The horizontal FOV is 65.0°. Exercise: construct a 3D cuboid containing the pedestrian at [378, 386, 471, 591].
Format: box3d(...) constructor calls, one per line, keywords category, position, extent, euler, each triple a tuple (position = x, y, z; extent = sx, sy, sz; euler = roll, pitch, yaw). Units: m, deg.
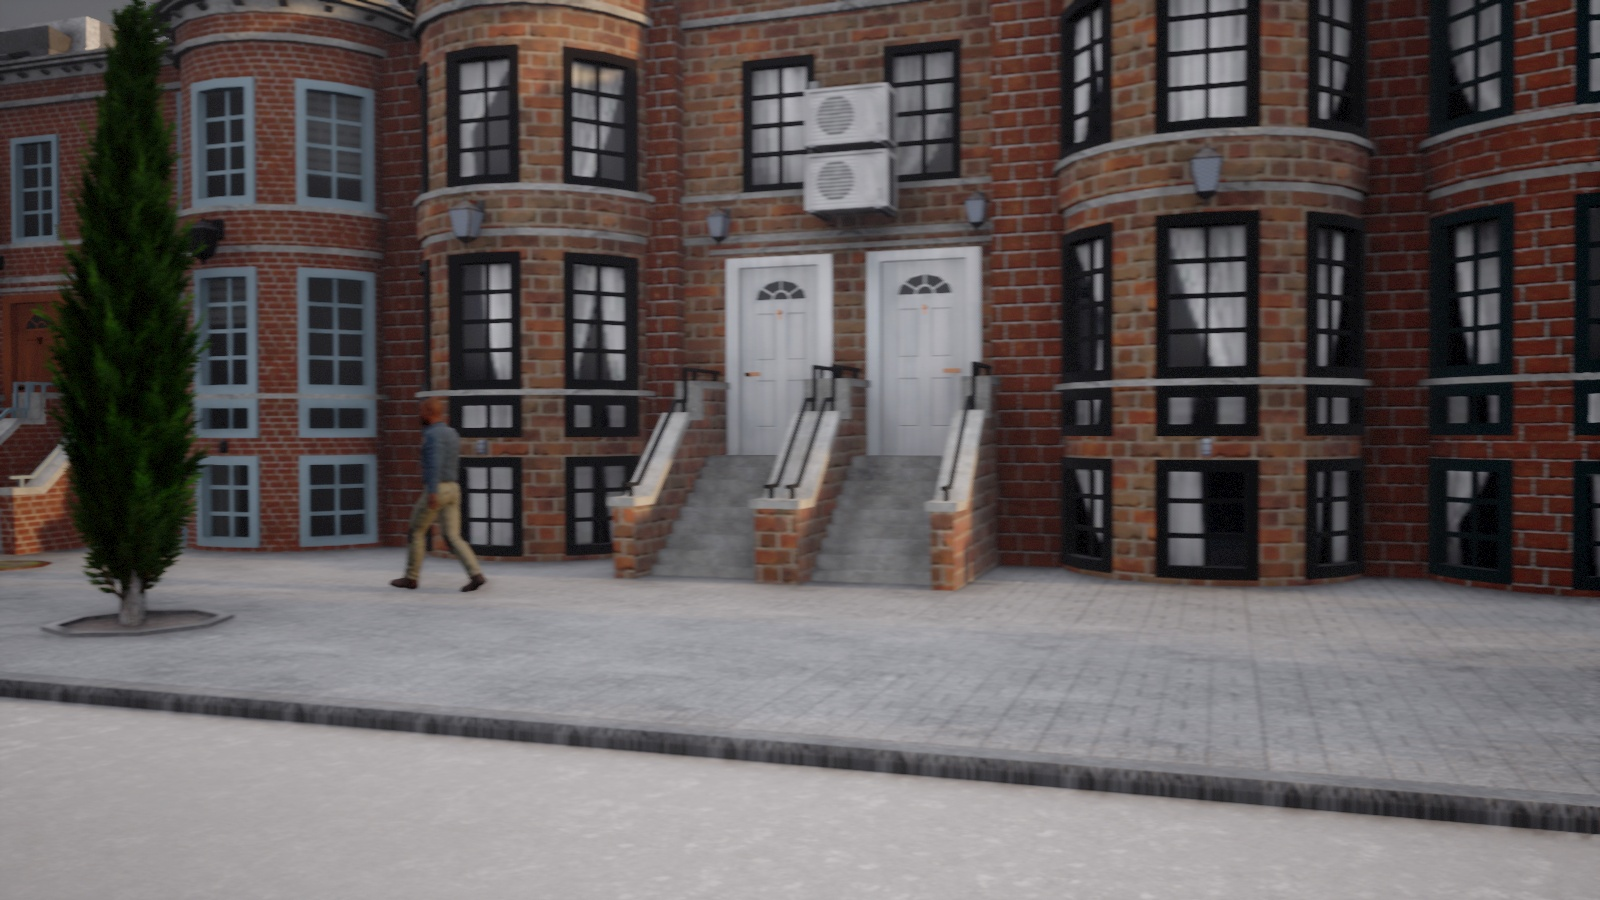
box3d(category="pedestrian", position=(-3.446, 0.341, 11.530), extent=(0.726, 1.835, 0.370), euler=(0, 1, 13))
